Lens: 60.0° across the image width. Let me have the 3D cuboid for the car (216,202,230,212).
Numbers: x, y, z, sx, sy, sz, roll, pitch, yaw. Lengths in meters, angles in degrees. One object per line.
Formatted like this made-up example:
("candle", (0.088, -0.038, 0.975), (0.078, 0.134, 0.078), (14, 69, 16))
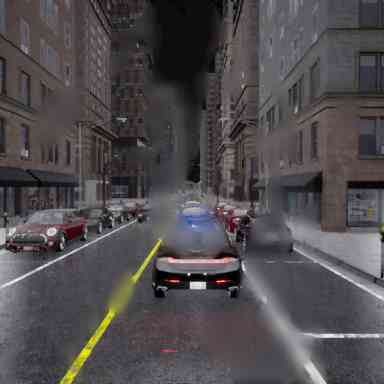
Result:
("car", (2.838, 1.544, 24.562), (1.887, 1.381, 4.507), (-1, 0, 0))

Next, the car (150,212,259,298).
("car", (0.128, 1.490, 8.486), (2.128, 1.511, 4.902), (0, 0, 0))

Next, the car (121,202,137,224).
("car", (-5.687, 1.550, 24.592), (2.008, 1.369, 4.403), (-1, 0, 0))

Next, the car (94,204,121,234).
("car", (-5.707, 1.565, 19.087), (1.947, 1.339, 4.313), (-1, 0, 0))

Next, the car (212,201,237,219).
("car", (2.857, 1.545, 30.067), (1.887, 1.381, 4.507), (-1, 0, 0))

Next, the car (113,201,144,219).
("car", (-5.668, 1.545, 30.098), (1.887, 1.381, 4.507), (-1, 0, 0))

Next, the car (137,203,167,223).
("car", (-2.931, 1.547, 25.639), (2.033, 1.411, 5.357), (0, 0, 0))

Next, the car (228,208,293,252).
("car", (2.799, 1.565, 13.552), (1.947, 1.339, 4.313), (-1, 0, 0))

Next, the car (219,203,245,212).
("car", (2.818, 1.544, 19.056), (1.887, 1.381, 4.507), (-1, 0, 0))

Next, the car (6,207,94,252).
("car", (-5.728, 1.439, 13.582), (1.967, 1.590, 4.097), (-1, 0, 0))

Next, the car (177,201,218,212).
("car", (0.163, 1.476, 17.991), (1.882, 1.535, 5.008), (0, 0, 0))
